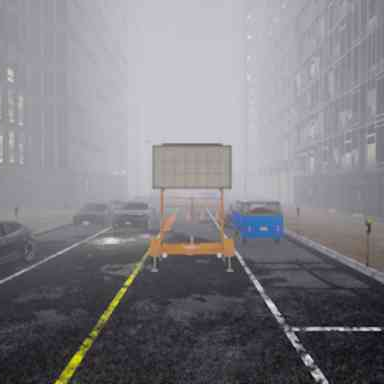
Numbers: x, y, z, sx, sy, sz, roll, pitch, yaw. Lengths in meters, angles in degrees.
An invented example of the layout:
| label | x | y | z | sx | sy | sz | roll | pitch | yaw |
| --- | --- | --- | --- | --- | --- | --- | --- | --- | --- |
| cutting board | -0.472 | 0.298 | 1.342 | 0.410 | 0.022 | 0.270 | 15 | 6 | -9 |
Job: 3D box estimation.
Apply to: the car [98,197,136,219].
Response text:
| label | x | y | z | sx | sy | sz | roll | pitch | yaw |
| --- | --- | --- | --- | --- | --- | --- | --- | --- | --- |
| car | -5.685 | 1.151 | 25.726 | 1.887 | 1.381 | 4.507 | 0 | 1 | 0 |

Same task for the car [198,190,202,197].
| label | x | y | z | sx | sy | sz | roll | pitch | yaw |
| --- | --- | --- | --- | --- | --- | --- | --- | --- | --- |
| car | 2.715 | 0.344 | 76.989 | 2.008 | 1.369 | 4.403 | 0 | 1 | 0 |

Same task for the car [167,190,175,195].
| label | x | y | z | sx | sy | sz | roll | pitch | yaw |
| --- | --- | --- | --- | --- | --- | --- | --- | --- | --- |
| car | -5.661 | 0.188 | 88.387 | 1.802 | 1.307 | 4.206 | 0 | 1 | 0 |

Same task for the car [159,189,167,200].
| label | x | y | z | sx | sy | sz | roll | pitch | yaw |
| --- | --- | --- | --- | --- | --- | --- | --- | --- | --- |
| car | -5.671 | 0.636 | 59.904 | 1.947 | 1.339 | 4.313 | 0 | 1 | 0 |

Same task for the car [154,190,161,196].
| label | x | y | z | sx | sy | sz | roll | pitch | yaw |
| --- | --- | --- | --- | --- | --- | --- | --- | --- | --- |
| car | -5.677 | 0.834 | 48.513 | 1.802 | 1.307 | 4.206 | 0 | 1 | 0 |

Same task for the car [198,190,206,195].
| label | x | y | z | sx | sy | sz | roll | pitch | yaw |
| --- | --- | --- | --- | --- | --- | --- | --- | --- | --- |
| car | 2.719 | 0.157 | 88.382 | 2.008 | 1.369 | 4.403 | 0 | 1 | 0 |

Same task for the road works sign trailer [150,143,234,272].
| label | x | y | z | sx | sy | sz | roll | pitch | yaw |
| --- | --- | --- | --- | --- | --- | --- | --- | --- | --- |
| road works sign trailer | 0.004 | 0.307 | 10.201 | 2.380 | 3.560 | 2.880 | 0 | 1 | 0 |

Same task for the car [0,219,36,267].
| label | x | y | z | sx | sy | sz | roll | pitch | yaw |
| --- | --- | --- | --- | --- | --- | --- | --- | --- | --- |
| car | -5.691 | 1.433 | 8.638 | 1.947 | 1.339 | 4.313 | 0 | 1 | 0 |

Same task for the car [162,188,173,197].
| label | x | y | z | sx | sy | sz | roll | pitch | yaw |
| --- | --- | --- | --- | --- | --- | --- | --- | --- | --- |
| car | -5.666 | 0.108 | 76.989 | 2.192 | 1.841 | 5.009 | 0 | 1 | 0 |

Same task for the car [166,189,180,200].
| label | x | y | z | sx | sy | sz | roll | pitch | yaw |
| --- | --- | --- | --- | --- | --- | --- | --- | --- | --- |
| car | -3.035 | 0.619 | 59.782 | 2.033 | 1.411 | 5.357 | 0 | 1 | 1 |

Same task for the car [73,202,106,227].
| label | x | y | z | sx | sy | sz | roll | pitch | yaw |
| --- | --- | --- | --- | --- | --- | --- | --- | --- | --- |
| car | -5.687 | 1.259 | 20.030 | 1.947 | 1.339 | 4.313 | 0 | 1 | 0 |

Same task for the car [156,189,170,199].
| label | x | y | z | sx | sy | sz | roll | pitch | yaw |
| --- | --- | --- | --- | --- | --- | --- | --- | --- | --- |
| car | -5.670 | 0.293 | 65.596 | 2.192 | 1.841 | 5.009 | 0 | 1 | 0 |

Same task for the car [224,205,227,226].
| label | x | y | z | sx | sy | sz | roll | pitch | yaw |
| --- | --- | --- | --- | --- | --- | --- | --- | --- | --- |
| car | 2.694 | 1.275 | 20.027 | 1.802 | 1.307 | 4.206 | 0 | 1 | 0 |

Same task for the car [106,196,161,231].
| label | x | y | z | sx | sy | sz | roll | pitch | yaw |
| --- | --- | --- | --- | --- | --- | --- | --- | --- | --- |
| car | -3.094 | 1.193 | 18.587 | 1.882 | 1.535 | 5.008 | 0 | 1 | 0 |

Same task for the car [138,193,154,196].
| label | x | y | z | sx | sy | sz | roll | pitch | yaw |
| --- | --- | --- | --- | --- | --- | --- | --- | --- | --- |
| car | -5.680 | 1.012 | 37.120 | 1.802 | 1.307 | 4.206 | 0 | 1 | 0 |

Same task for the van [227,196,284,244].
| label | x | y | z | sx | sy | sz | roll | pitch | yaw |
| --- | --- | --- | --- | --- | --- | --- | --- | --- | --- |
| van | 2.690 | 1.121 | 14.327 | 1.690 | 1.788 | 3.998 | 0 | 1 | 0 |

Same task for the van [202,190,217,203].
| label | x | y | z | sx | sy | sz | roll | pitch | yaw |
| --- | --- | --- | --- | --- | --- | --- | --- | --- | --- |
| van | 2.703 | 0.593 | 48.505 | 1.690 | 1.788 | 3.998 | 0 | 1 | 0 |
